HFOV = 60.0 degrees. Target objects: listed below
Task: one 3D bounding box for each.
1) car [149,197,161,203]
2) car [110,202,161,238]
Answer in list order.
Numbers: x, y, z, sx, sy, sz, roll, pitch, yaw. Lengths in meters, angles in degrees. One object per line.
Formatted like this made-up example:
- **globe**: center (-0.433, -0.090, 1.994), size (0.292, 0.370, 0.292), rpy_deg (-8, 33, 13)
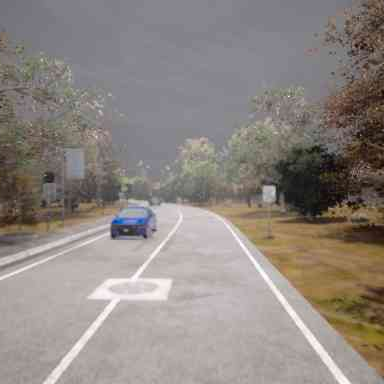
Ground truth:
- **car**: center (-6.617, 1.680, 59.523), size (2.128, 1.511, 4.902), rpy_deg (1, 0, -13)
- **car**: center (-3.071, 1.556, 18.285), size (1.882, 1.535, 5.008), rpy_deg (0, 0, 2)
